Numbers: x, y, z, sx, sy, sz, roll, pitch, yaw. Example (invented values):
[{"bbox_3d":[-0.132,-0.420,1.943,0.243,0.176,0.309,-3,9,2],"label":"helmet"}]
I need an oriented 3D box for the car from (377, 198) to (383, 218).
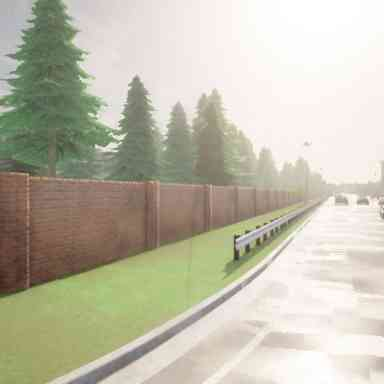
[{"bbox_3d":[16.699,1.501,27.392,2.128,1.511,4.902,0,0,24],"label":"car"}]

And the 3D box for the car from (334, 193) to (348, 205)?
[{"bbox_3d":[26.384,1.372,58.718,2.097,1.767,4.553,0,0,23],"label":"car"}]

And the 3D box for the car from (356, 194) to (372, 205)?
[{"bbox_3d":[30.622,1.546,59.725,1.812,1.442,4.674,0,0,23],"label":"car"}]

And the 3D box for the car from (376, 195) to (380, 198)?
[{"bbox_3d":[33.249,1.621,56.967,1.895,1.301,4.718,0,0,23],"label":"car"}]
